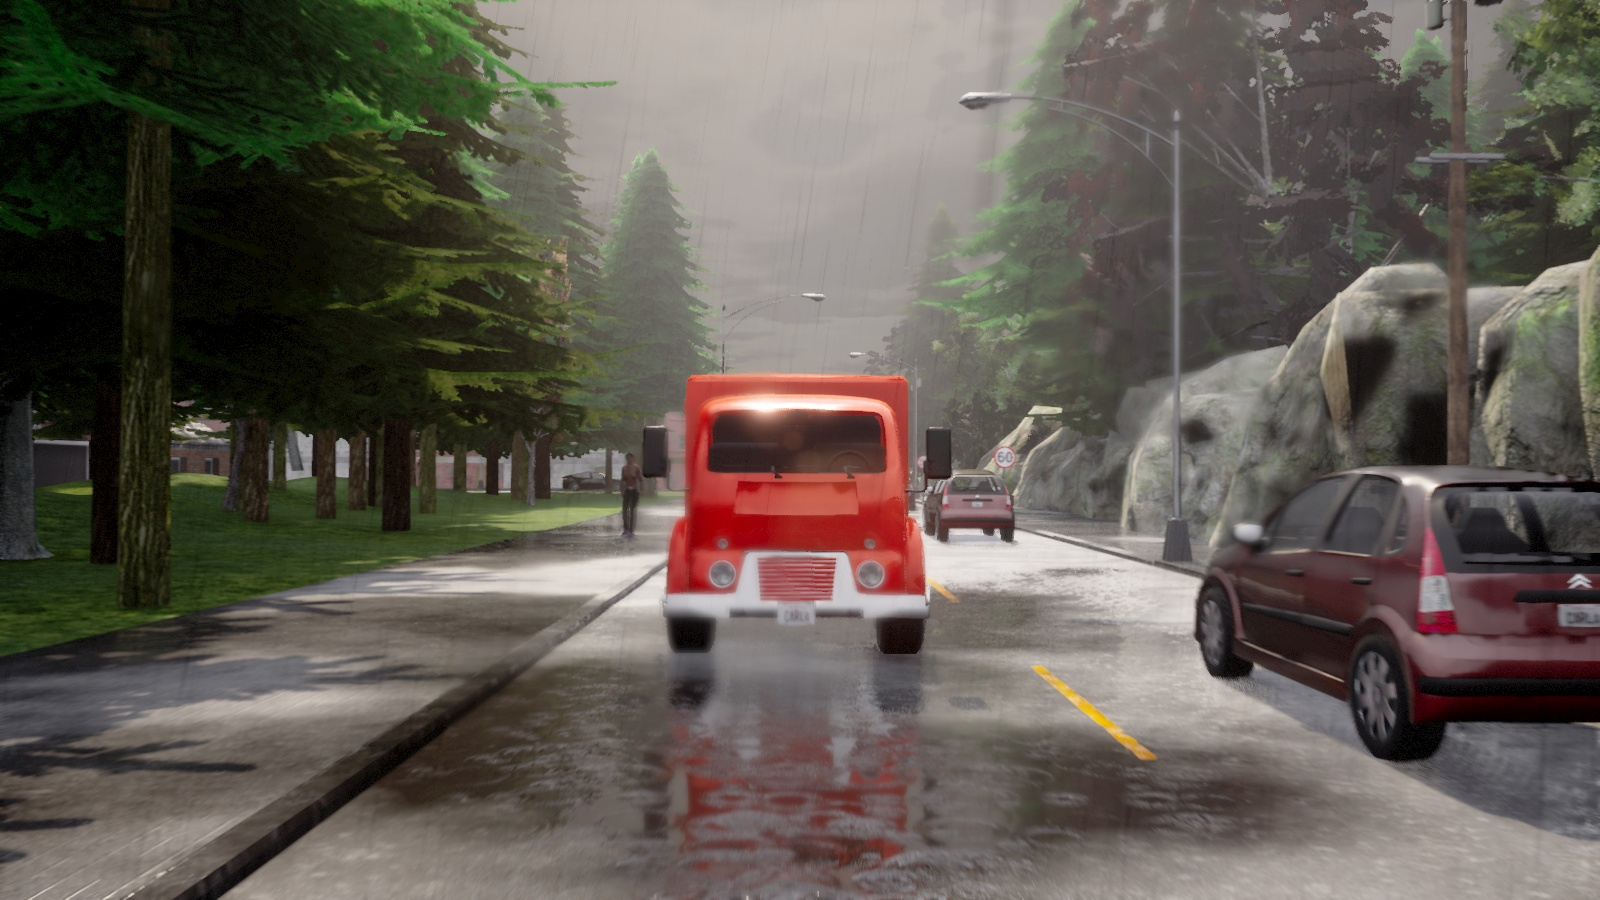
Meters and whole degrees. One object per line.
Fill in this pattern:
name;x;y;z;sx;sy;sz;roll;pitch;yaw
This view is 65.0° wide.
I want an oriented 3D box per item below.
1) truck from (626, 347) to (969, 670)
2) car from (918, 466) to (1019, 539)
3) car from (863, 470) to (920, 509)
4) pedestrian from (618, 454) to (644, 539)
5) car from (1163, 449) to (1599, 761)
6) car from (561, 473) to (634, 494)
truck;-0.031;0.554;12.257;2.627;2.467;5.204;0;-2;0
car;3.929;1.198;29.909;1.851;1.617;3.988;0;-1;0
car;3.804;1.631;52.863;2.007;1.525;4.514;0;-1;0
pedestrian;-3.640;0.992;27.055;0.328;1.805;0.869;0;-1;8
car;3.979;0.839;8.538;1.851;1.617;3.988;0;-1;0
car;-14.268;2.355;88.622;4.792;1.488;2.163;0;-1;0
